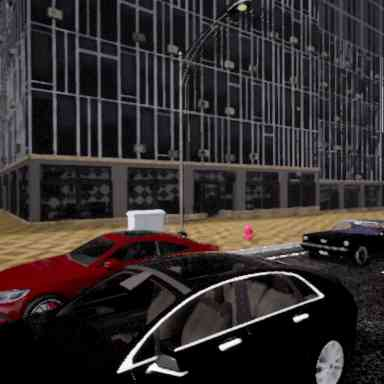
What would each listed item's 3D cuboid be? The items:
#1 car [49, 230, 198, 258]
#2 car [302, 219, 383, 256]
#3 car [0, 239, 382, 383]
[{"bbox_3d":[-1.393,1.536,6.667,4.674,1.442,1.812,0,0,-34],"label":"car"},{"bbox_3d":[6.027,1.656,11.942,4.718,1.301,1.895,0,0,-35],"label":"car"},{"bbox_3d":[-0.129,1.512,3.579,4.892,1.490,1.837,0,0,-35],"label":"car"}]
